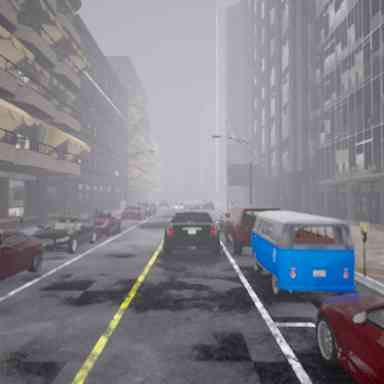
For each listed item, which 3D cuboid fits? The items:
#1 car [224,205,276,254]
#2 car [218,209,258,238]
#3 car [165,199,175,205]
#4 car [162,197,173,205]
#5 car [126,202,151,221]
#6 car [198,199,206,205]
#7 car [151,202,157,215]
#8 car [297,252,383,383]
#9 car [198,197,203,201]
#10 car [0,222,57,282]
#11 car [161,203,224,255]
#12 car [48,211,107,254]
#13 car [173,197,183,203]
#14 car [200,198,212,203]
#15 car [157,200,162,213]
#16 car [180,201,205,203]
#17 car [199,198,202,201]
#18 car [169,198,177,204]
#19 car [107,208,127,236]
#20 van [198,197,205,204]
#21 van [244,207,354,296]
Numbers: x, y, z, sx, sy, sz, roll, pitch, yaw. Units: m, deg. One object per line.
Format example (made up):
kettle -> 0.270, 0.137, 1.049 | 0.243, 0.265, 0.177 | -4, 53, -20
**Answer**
car -> 2.576, 1.458, 14.105 | 2.192, 1.841, 5.009 | 1, -1, 0
car -> 2.574, 1.782, 19.638 | 1.802, 1.307, 4.206 | 0, -1, 0
car -> -5.298, 2.445, 80.522 | 2.008, 1.369, 4.403 | 0, -1, 0
car -> -5.300, 2.134, 63.916 | 1.967, 1.590, 4.097 | 0, -1, 0
car -> -5.304, 1.861, 30.701 | 1.887, 1.381, 4.507 | 1, -1, 0
car -> 2.583, 2.491, 86.234 | 1.752, 1.417, 4.829 | 0, -1, 0
car -> -5.303, 1.816, 36.238 | 1.967, 1.590, 4.097 | 1, -1, 0
car -> 2.572, 1.613, 3.034 | 1.802, 1.307, 4.206 | 1, -1, 0
car -> 2.760, 2.243, 71.722 | 1.801, 1.575, 5.366 | 0, -1, 0
car -> -5.308, 1.669, 8.557 | 1.802, 1.307, 4.206 | 1, -1, 0
car -> 0.005, 1.493, 14.081 | 2.097, 1.767, 4.553 | 0, -1, 0
car -> -5.307, 1.694, 14.093 | 2.008, 1.369, 4.403 | 1, -1, 0
car -> -2.740, 2.299, 70.986 | 2.128, 1.511, 4.902 | 0, -1, 0
car -> 2.578, 2.128, 52.850 | 1.947, 1.339, 4.313 | 0, -1, 0
car -> -5.303, 1.981, 41.773 | 1.887, 1.381, 4.507 | 0, -1, 0
car -> 0.009, 1.828, 29.370 | 1.812, 1.442, 4.674 | 0, 0, 0
car -> 2.579, 2.155, 58.556 | 1.752, 1.417, 4.829 | 0, -1, 0
car -> -5.296, 2.475, 91.594 | 1.967, 1.590, 4.097 | 0, -1, 0
car -> -5.306, 1.782, 19.630 | 1.802, 1.307, 4.206 | 1, -1, 0
van -> 2.584, 2.376, 91.600 | 1.690, 1.788, 3.998 | 0, -1, 0
van -> 2.575, 1.428, 8.569 | 1.690, 1.788, 3.998 | 1, -1, 0
